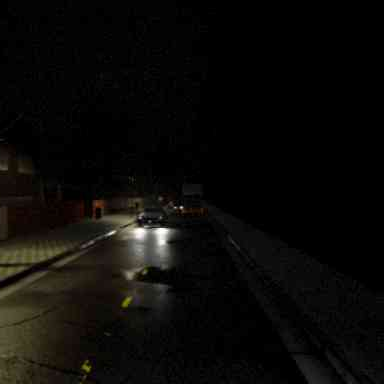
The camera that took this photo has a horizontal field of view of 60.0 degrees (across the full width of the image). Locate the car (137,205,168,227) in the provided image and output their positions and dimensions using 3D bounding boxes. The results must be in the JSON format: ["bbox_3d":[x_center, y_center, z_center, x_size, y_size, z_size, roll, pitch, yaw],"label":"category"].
[{"bbox_3d":[-2.816,1.726,24.558,1.812,1.442,4.674,0,0,0],"label":"car"}]

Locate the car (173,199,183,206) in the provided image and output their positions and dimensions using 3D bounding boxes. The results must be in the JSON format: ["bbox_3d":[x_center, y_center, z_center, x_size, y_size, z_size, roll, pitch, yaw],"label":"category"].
[{"bbox_3d":[-2.667,2.107,65.946,2.033,1.411,5.357,0,0,0],"label":"car"}]

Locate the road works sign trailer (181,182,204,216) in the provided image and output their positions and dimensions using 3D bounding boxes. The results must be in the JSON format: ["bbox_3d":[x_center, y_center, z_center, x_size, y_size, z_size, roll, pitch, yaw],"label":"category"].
[{"bbox_3d":[0.047,0.759,35.767,2.380,3.560,2.880,0,0,0],"label":"road works sign trailer"}]
